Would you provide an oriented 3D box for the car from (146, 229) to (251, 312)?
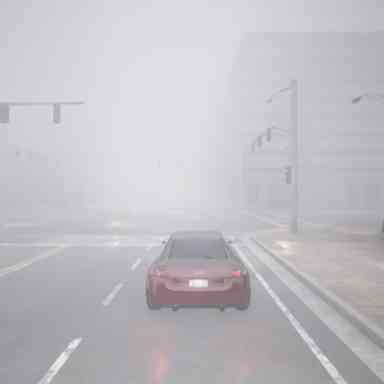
[{"bbox_3d":[0.117,1.556,7.784,1.994,1.385,4.181,0,0,0],"label":"car"}]
